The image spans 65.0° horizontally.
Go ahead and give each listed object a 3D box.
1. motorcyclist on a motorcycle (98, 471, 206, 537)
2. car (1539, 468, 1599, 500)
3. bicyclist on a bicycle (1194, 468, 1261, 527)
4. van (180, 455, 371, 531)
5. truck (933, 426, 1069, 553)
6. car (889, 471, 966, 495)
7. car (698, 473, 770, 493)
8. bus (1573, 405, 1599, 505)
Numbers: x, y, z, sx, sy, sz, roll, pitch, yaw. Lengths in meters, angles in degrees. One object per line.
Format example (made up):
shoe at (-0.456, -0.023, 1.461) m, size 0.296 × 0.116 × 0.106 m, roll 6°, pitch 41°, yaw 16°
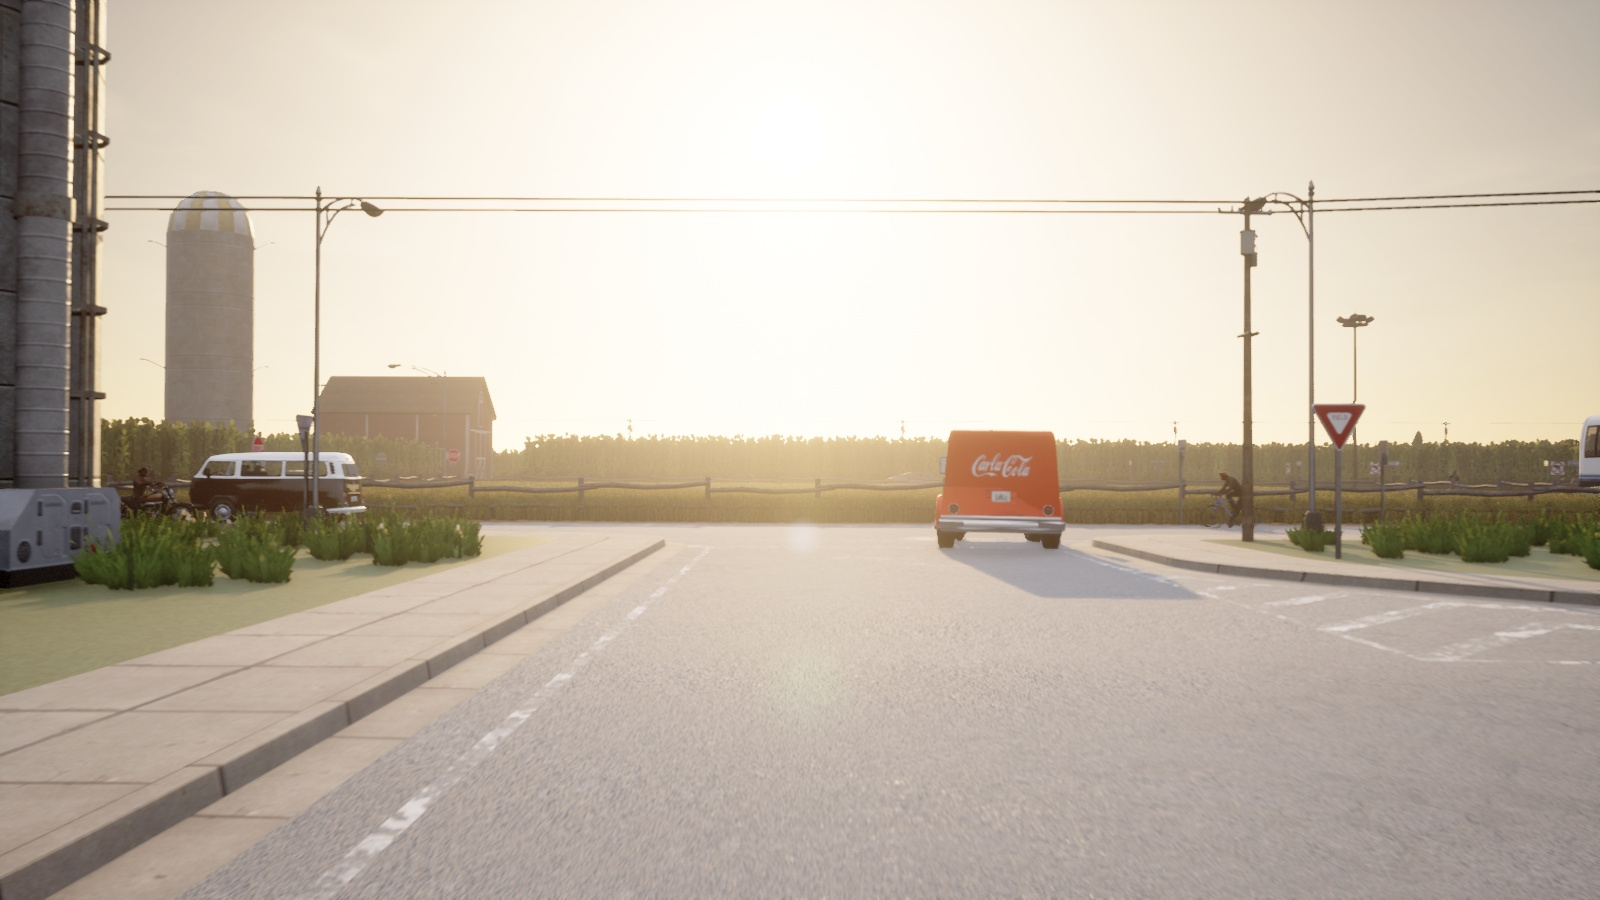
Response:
motorcyclist on a motorcycle at (-16.425, 1.364, 31.862) m, size 2.350 × 1.649 × 0.766 m, roll 0°, pitch -1°, yaw 2°
car at (39.085, 1.691, 62.959) m, size 1.789 × 1.549 × 3.705 m, roll 0°, pitch -1°, yaw -3°
bicyclist on a bicycle at (11.905, 1.305, 34.984) m, size 1.656 × 1.620 × 0.582 m, roll 0°, pitch -1°, yaw 1°
van at (-14.661, 1.191, 35.310) m, size 4.480 × 2.038 × 2.069 m, roll 0°, pitch -1°, yaw 1°
truck at (4.232, 0.778, 27.230) m, size 2.627 × 2.467 × 5.204 m, roll 1°, pitch 0°, yaw 7°
car at (8.199, 2.108, 80.966) m, size 4.792 × 1.488 × 2.163 m, roll 0°, pitch -1°, yaw 1°
car at (-4.412, 2.237, 84.302) m, size 4.718 × 1.301 × 1.895 m, roll 0°, pitch -1°, yaw 1°
bus at (36.152, 0.131, 50.057) m, size 3.944 × 4.253 × 10.273 m, roll 0°, pitch -1°, yaw -3°
